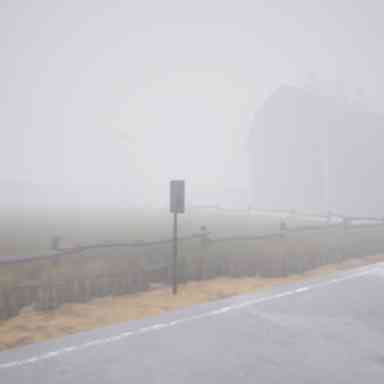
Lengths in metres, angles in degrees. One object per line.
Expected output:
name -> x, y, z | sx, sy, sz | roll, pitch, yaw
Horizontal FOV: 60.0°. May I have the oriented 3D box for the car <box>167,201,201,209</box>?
car -> -1.158, 1.777, 38.809 | 2.033, 1.411, 5.357 | 1, 0, -39
